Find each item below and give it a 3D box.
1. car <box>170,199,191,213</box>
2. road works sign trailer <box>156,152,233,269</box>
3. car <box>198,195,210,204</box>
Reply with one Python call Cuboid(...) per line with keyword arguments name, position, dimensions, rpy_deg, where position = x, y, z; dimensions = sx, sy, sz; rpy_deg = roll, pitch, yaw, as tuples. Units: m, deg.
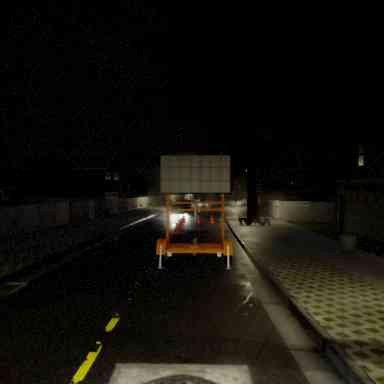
Cuboid(name="car", position=(-1.203, 1.486, 36.601), dimensions=(2.128, 1.511, 4.902), rpy_deg=(0, 0, 5))
Cuboid(name="road works sign trailer", position=(0.114, 0.464, 11.127), dimensions=(2.380, 3.560, 2.880), rpy_deg=(0, 0, 2))
Cuboid(name="car", position=(2.350, 1.448, 63.511), dimensions=(1.837, 1.490, 4.892), rpy_deg=(0, 0, 9))
